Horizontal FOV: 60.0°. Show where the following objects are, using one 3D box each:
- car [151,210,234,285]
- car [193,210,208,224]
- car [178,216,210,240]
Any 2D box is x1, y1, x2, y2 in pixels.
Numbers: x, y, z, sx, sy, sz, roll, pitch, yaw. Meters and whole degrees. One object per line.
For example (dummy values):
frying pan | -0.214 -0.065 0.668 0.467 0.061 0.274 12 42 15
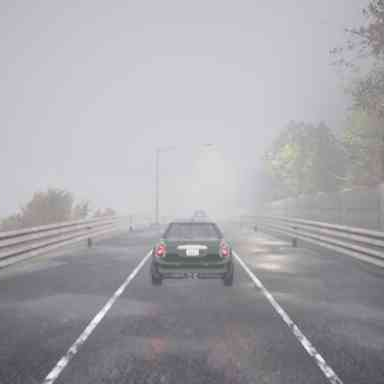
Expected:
car | 0.011 1.560 10.248 2.097 1.767 4.553 0 -2 0
car | 1.345 3.898 51.881 2.150 2.045 5.566 0 -5 4
car | 0.164 2.286 22.018 1.895 1.301 4.718 0 -3 1
